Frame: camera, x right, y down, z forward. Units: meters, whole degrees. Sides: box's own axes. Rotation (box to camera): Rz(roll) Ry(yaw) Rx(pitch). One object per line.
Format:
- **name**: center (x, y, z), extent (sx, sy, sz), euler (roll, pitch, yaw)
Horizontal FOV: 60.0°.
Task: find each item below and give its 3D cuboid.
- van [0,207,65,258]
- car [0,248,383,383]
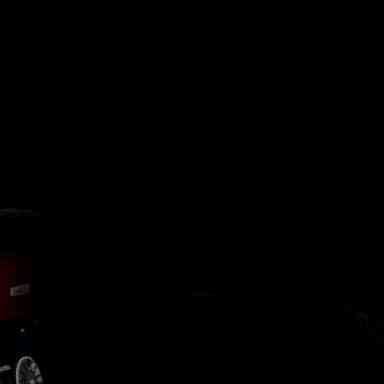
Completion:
- **van**: center (-4.421, 1.258, 6.406), extent (4.442, 1.987, 1.878), euler (0, 0, 36)
- **car**: center (0.173, 1.521, 3.129), extent (4.674, 1.452, 2.002), euler (0, 0, 36)
